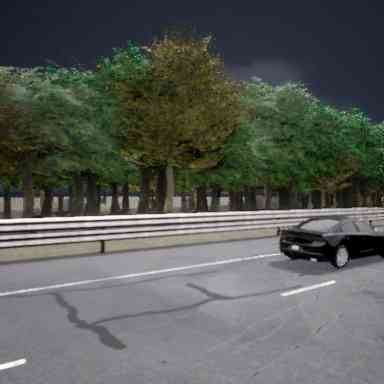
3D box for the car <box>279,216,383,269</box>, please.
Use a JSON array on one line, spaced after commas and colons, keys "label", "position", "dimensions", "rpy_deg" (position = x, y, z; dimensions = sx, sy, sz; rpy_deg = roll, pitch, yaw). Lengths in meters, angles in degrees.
[{"label": "car", "position": [5.220, 1.602, 11.746], "dimensions": [5.008, 1.535, 1.882], "rpy_deg": [1, 0, -35]}]
